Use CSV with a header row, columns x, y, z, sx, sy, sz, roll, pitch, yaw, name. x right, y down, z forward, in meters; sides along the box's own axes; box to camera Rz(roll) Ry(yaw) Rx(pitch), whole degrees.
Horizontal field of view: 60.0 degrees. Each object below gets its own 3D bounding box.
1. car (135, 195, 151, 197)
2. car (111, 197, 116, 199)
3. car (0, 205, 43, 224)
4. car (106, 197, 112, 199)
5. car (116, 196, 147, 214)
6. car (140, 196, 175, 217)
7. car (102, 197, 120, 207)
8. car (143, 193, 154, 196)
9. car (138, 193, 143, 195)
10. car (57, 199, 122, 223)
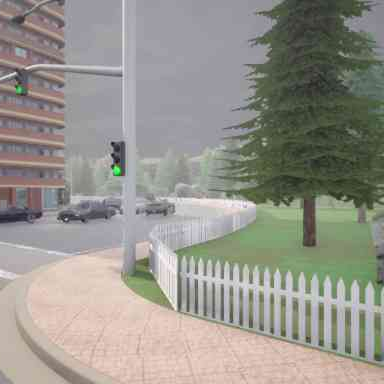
x,y,z,sx,sy,sz,roll,pitch,yaw,name
-6.925,1.470,44.918,1.812,1.442,4.674,0,0,-13,car
-9.795,1.492,41.909,2.033,1.411,5.357,0,0,-7,car
-12.683,1.545,22.602,1.895,1.301,4.718,0,0,23,car
-9.882,1.492,31.835,2.033,1.411,5.357,0,0,8,car
-6.169,1.470,34.727,1.812,1.442,4.674,0,0,3,car
-2.848,1.436,30.818,2.128,1.511,4.902,0,0,9,car
-12.649,1.508,51.565,1.994,1.385,4.181,0,0,-24,car
-9.583,1.166,66.430,2.150,2.045,5.566,0,0,-40,car
-11.909,1.296,63.508,2.097,1.767,4.553,0,0,-37,car
-7.798,1.492,25.283,2.033,1.411,5.357,0,0,17,car
